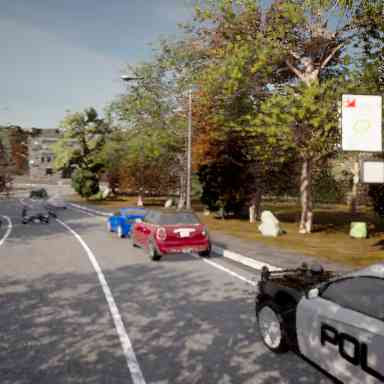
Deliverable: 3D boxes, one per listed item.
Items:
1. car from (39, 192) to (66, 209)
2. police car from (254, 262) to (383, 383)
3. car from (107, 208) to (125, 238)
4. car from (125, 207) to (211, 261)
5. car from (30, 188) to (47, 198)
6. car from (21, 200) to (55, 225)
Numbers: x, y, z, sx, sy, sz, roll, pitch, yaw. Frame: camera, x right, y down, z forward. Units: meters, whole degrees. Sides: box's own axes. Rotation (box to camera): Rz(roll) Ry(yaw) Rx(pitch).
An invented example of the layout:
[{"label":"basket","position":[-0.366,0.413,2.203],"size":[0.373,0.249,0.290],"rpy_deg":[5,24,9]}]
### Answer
[{"label":"car","position":[-15.940,1.193,38.413],"size":[1.812,1.442,4.674],"rpy_deg":[-2,4,-35]},{"label":"police car","position":[2.455,1.433,3.630],"size":[1.930,1.638,5.238],"rpy_deg":[0,0,-19]},{"label":"car","position":[-3.476,1.593,18.694],"size":[1.882,1.535,5.008],"rpy_deg":[-1,0,-25]},{"label":"car","position":[-1.035,1.427,13.020],"size":[2.097,1.767,4.553],"rpy_deg":[0,0,-22]},{"label":"car","position":[-24.187,0.079,52.531],"size":[1.837,1.490,4.892],"rpy_deg":[0,5,-13]},{"label":"car","position":[-12.538,1.687,26.480],"size":[2.033,1.411,5.357],"rpy_deg":[-1,1,-29]}]
